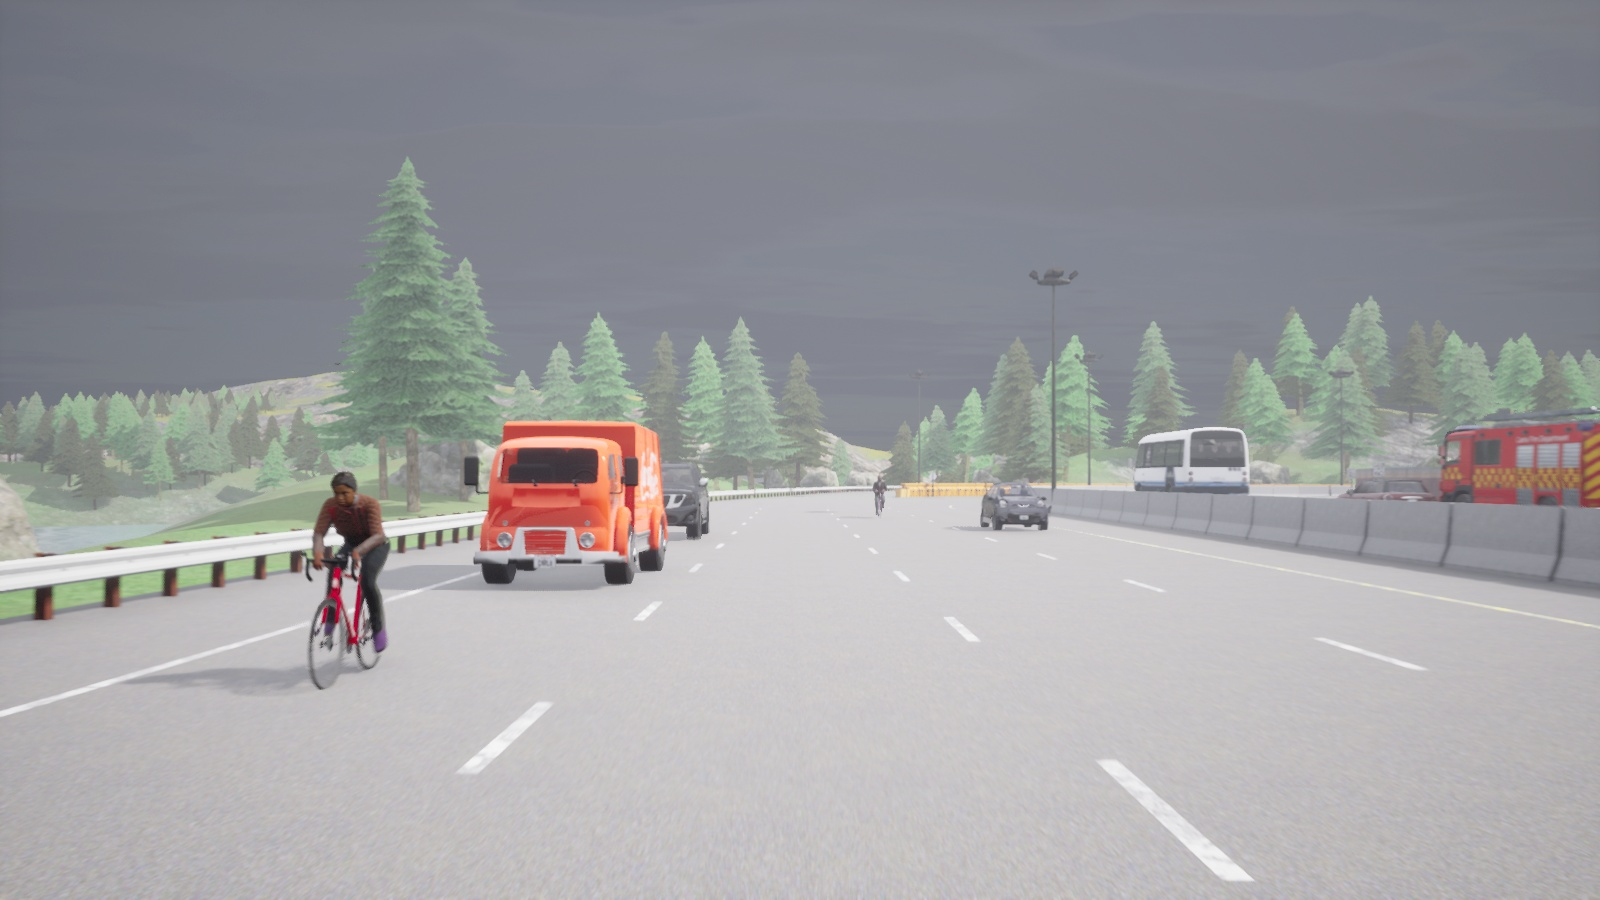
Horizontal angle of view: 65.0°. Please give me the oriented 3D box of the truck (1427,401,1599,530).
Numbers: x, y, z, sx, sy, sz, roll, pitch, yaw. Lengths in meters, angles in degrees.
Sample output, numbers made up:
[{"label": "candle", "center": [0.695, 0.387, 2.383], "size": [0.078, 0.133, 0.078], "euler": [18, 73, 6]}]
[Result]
[{"label": "truck", "center": [24.313, 0.546, 41.509], "size": [2.891, 3.827, 8.468], "euler": [0, -1, 0]}]

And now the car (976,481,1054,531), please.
[{"label": "car", "center": [6.824, 1.762, 40.122], "size": [1.845, 1.501, 3.633], "euler": [0, -1, 0]}]

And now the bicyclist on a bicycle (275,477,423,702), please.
[{"label": "bicyclist on a bicycle", "center": [-3.526, 1.029, 9.959], "size": [0.582, 1.620, 1.656], "euler": [0, -1, 0]}]

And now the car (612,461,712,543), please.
[{"label": "car", "center": [-3.645, 1.369, 34.213], "size": [2.150, 2.045, 5.566], "euler": [0, -1, 0]}]

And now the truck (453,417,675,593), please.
[{"label": "truck", "center": [-3.573, 0.833, 20.249], "size": [2.627, 2.467, 5.204], "euler": [0, -1, 0]}]

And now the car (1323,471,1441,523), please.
[{"label": "car", "center": [20.798, 1.668, 45.117], "size": [2.097, 1.767, 4.553], "euler": [0, -1, 0]}]

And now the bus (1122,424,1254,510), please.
[{"label": "bus", "center": [20.707, 0.973, 67.930], "size": [3.944, 4.253, 10.273], "euler": [0, -1, 0]}]
